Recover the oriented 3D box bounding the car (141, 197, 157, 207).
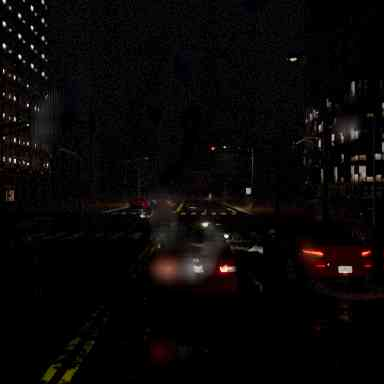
[{"bbox_3d":[-6.706,1.470,52.239,1.812,1.442,4.674,0,0,0],"label":"car"}]

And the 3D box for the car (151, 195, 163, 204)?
[{"bbox_3d":[-6.716,1.422,64.073,1.837,1.490,4.892,0,1,0],"label":"car"}]

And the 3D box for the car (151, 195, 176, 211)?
[{"bbox_3d":[-3.430,1.318,40.700,2.097,1.767,4.553,0,0,0],"label":"car"}]

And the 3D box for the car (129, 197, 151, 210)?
[{"bbox_3d":[-6.687,1.441,42.319,1.882,1.535,5.008,0,0,0],"label":"car"}]

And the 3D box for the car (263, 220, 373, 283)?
[{"bbox_3d":[3.330,1.522,9.537,1.812,1.442,4.674,0,0,0],"label":"car"}]

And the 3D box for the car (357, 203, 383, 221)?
[{"bbox_3d":[15.681,1.615,26.847,4.181,1.385,1.994,0,0,1],"label":"car"}]

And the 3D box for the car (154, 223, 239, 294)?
[{"bbox_3d":[0.081,1.544,8.951,2.033,1.411,5.357,0,0,0],"label":"car"}]

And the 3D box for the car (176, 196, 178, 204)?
[{"bbox_3d":[-3.448,1.455,49.592,1.837,1.490,4.892,0,0,0],"label":"car"}]
